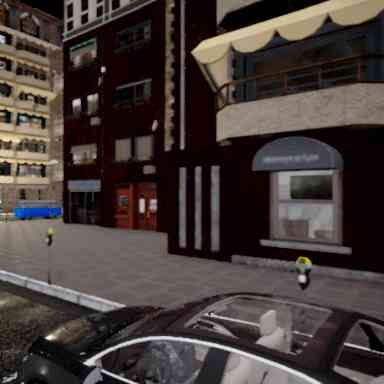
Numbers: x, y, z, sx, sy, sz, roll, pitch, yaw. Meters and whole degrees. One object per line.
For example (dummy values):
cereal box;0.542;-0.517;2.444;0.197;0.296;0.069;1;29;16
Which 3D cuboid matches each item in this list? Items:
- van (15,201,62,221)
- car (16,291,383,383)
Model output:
van;-13.958;1.688;30.321;1.690;1.788;3.998;-1;-2;35
car;0.308;1.550;2.654;4.403;1.369;2.008;0;0;35
